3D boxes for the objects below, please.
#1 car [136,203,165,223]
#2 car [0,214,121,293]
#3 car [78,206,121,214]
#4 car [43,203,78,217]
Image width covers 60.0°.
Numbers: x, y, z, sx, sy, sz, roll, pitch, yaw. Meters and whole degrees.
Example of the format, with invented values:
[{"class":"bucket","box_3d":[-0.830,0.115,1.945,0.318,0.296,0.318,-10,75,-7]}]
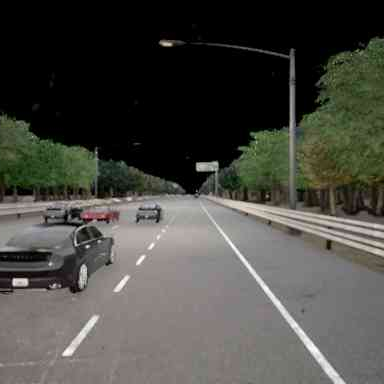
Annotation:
[{"class":"car","box_3d":[-3.363,1.654,27.164,2.128,1.511,4.902,0,0,0]},{"class":"car","box_3d":[-3.396,1.555,9.005,1.837,1.490,4.892,0,0,0]},{"class":"car","box_3d":[-6.868,1.754,25.751,1.895,1.301,4.718,0,0,0]},{"class":"car","box_3d":[-10.362,1.653,27.160,2.128,1.511,4.902,0,0,0]}]
